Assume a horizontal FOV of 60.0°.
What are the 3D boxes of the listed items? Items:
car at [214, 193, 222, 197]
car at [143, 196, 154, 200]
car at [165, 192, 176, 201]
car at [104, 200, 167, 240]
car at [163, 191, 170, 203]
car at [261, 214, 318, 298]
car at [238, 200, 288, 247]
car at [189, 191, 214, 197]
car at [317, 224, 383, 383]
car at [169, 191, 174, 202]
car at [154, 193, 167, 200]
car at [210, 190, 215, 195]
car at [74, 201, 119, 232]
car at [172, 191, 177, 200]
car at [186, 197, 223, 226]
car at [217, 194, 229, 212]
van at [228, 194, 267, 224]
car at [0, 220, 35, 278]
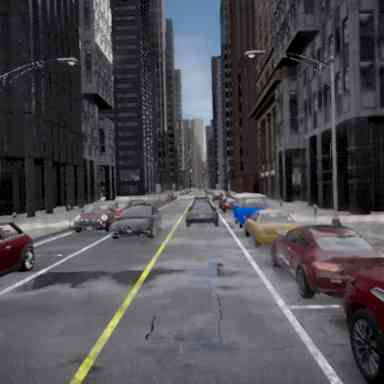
[{"bbox_3d":[3.701,1.022,35.702,1.802,1.307,4.206,-1,1,1],"label":"car"},{"bbox_3d":[-4.964,1.315,30.309,1.947,1.339,4.313,-1,1,1],"label":"car"},{"bbox_3d":[-4.103,0.831,63.735,1.752,1.417,4.829,-1,1,1],"label":"car"},{"bbox_3d":[-2.564,1.365,16.347,1.837,1.490,4.892,-2,1,1],"label":"car"},{"bbox_3d":[-4.536,1.053,46.936,1.752,1.417,4.829,-1,1,1],"label":"car"},{"bbox_3d":[2.979,1.398,7.704,1.802,1.307,4.206,-1,1,1],"label":"car"},{"bbox_3d":[3.127,1.264,13.472,1.752,1.417,4.829,-1,1,1],"label":"car"},{"bbox_3d":[1.096,0.965,38.772,2.128,1.511,4.902,-2,1,2],"label":"car"},{"bbox_3d":[2.829,1.207,2.100,2.192,1.841,5.009,-1,1,1],"label":"car"},{"bbox_3d":[-4.387,0.996,52.706,1.887,1.381,4.507,-1,1,1],"label":"car"},{"bbox_3d":[-4.675,1.150,41.507,2.008,1.369,4.403,-1,1,1],"label":"car"},{"bbox_3d":[4.132,0.762,52.501,1.887,1.381,4.507,-1,1,1],"label":"car"},{"bbox_3d":[-5.255,1.339,19.108,1.967,1.590,4.097,-1,1,1],"label":"car"},{"bbox_3d":[-4.248,0.693,58.303,2.192,1.841,5.009,-1,1,1],"label":"car"},{"bbox_3d":[0.634,1.279,20.761,1.994,1.385,4.181,-2,1,2],"label":"car"},{"bbox_3d":[3.556,1.097,30.103,1.802,1.307,4.206,-1,1,1],"label":"car"},{"bbox_3d":[3.262,1.006,18.900,1.690,1.788,3.998,-1,1,1],"label":"van"},{"bbox_3d":[-5.543,1.491,7.910,1.967,1.590,4.097,-1,1,1],"label":"car"}]
